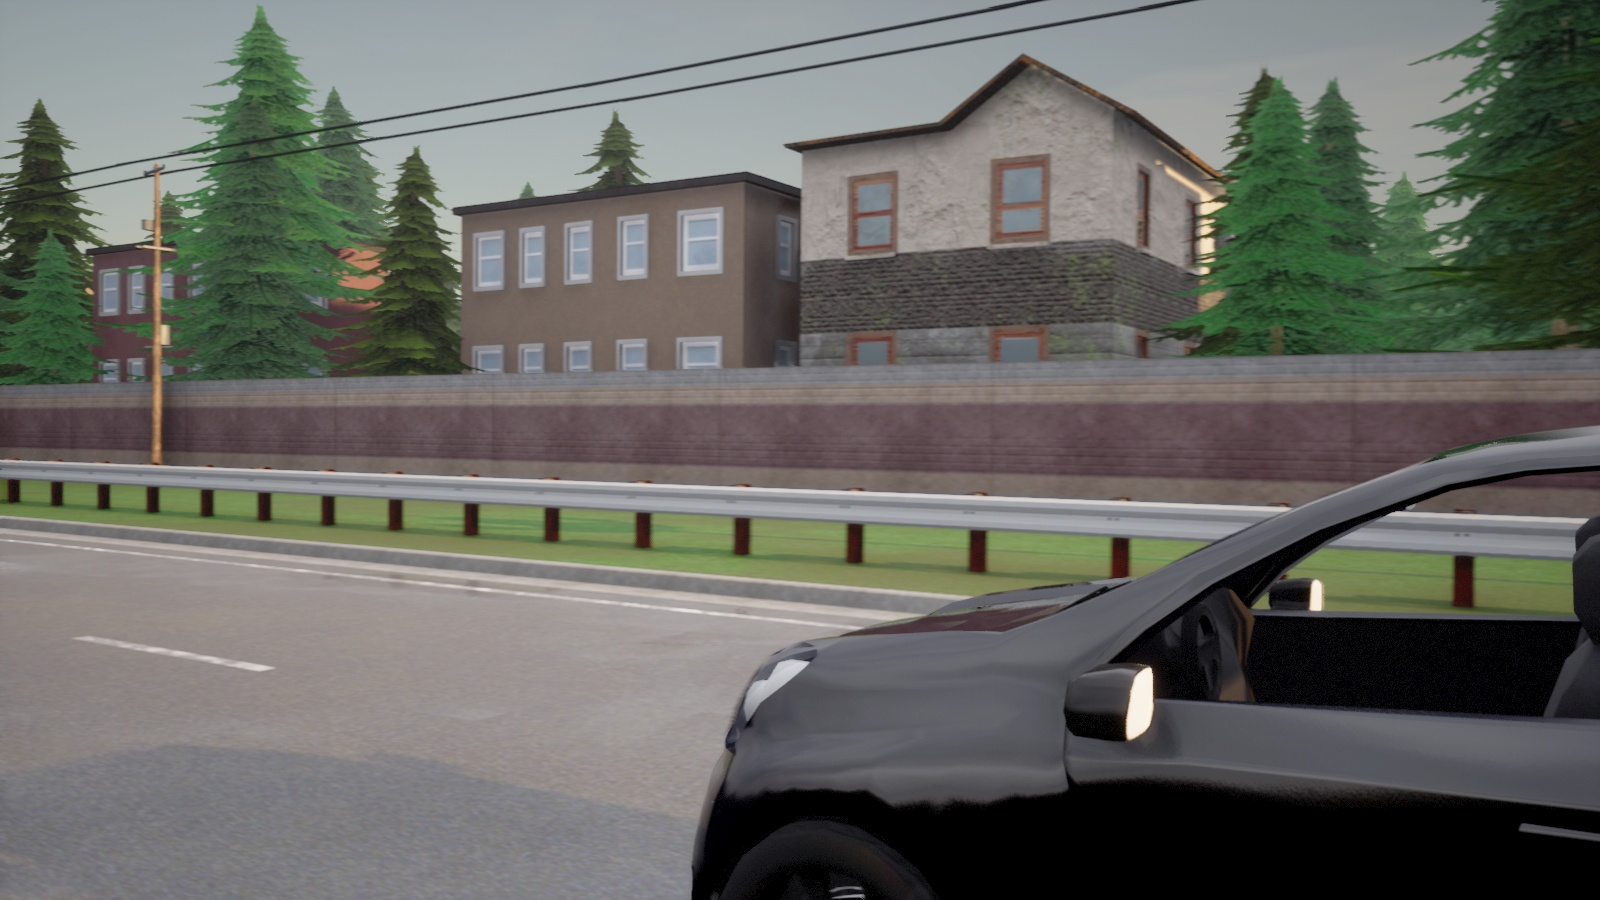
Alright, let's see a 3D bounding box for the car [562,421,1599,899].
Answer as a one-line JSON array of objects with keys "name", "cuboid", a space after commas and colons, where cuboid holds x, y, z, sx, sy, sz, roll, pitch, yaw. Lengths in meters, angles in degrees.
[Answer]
[{"name": "car", "cuboid": [1.502, 0.694, 2.643, 3.633, 1.501, 1.845, 0, 1, 32]}]
